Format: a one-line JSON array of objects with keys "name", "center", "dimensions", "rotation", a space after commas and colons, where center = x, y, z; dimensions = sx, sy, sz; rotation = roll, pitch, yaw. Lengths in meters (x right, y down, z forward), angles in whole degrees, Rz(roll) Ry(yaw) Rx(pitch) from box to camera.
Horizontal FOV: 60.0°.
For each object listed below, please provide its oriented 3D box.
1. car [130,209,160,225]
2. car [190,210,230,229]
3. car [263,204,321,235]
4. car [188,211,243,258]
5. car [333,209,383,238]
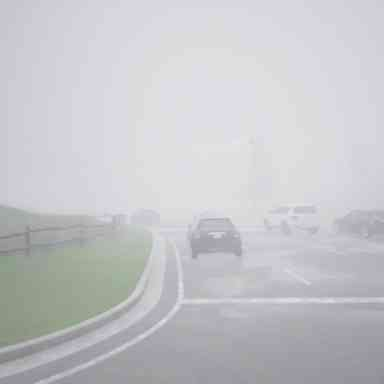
[{"name": "car", "center": [-5.511, 2.763, 38.268], "dimensions": [2.097, 1.767, 4.553], "rotation": [0, -2, -31]}, {"name": "car", "center": [1.586, 2.542, 31.490], "dimensions": [2.128, 1.511, 4.902], "rotation": [0, -2, -18]}, {"name": "car", "center": [7.023, 1.915, 23.951], "dimensions": [2.150, 2.045, 5.566], "rotation": [-1, -2, -9]}, {"name": "car", "center": [0.911, 1.865, 15.275], "dimensions": [2.097, 1.767, 4.553], "rotation": [-1, -2, -3]}, {"name": "car", "center": [10.959, 1.880, 21.238], "dimensions": [2.097, 1.767, 4.553], "rotation": [-1, -2, -6]}]
